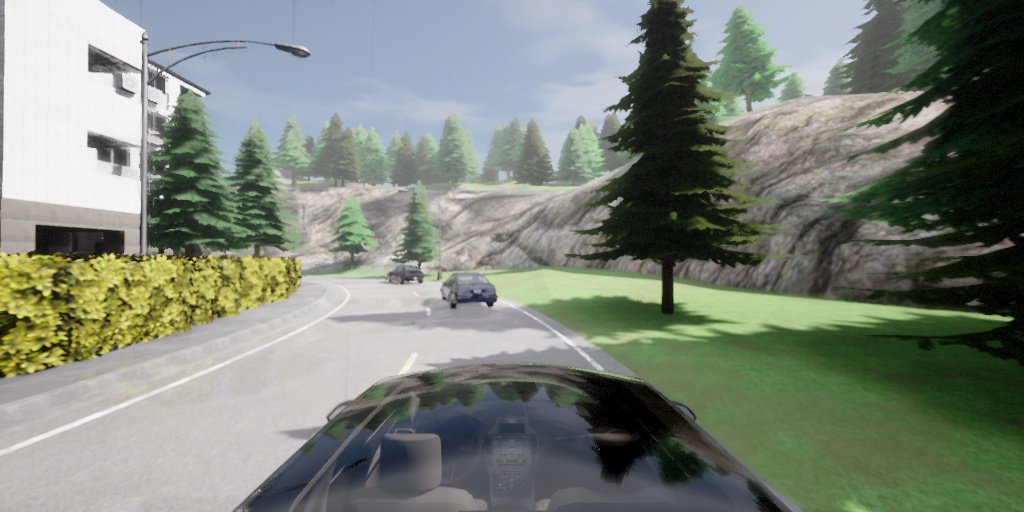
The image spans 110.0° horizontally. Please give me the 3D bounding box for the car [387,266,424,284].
[{"bbox_3d":[-9.067,1.538,30.338,1.837,1.490,4.892,0,0,-36],"label":"car"}]

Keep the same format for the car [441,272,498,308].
[{"bbox_3d":[-2.066,1.435,16.189,2.033,1.411,5.357,0,-1,-17],"label":"car"}]
